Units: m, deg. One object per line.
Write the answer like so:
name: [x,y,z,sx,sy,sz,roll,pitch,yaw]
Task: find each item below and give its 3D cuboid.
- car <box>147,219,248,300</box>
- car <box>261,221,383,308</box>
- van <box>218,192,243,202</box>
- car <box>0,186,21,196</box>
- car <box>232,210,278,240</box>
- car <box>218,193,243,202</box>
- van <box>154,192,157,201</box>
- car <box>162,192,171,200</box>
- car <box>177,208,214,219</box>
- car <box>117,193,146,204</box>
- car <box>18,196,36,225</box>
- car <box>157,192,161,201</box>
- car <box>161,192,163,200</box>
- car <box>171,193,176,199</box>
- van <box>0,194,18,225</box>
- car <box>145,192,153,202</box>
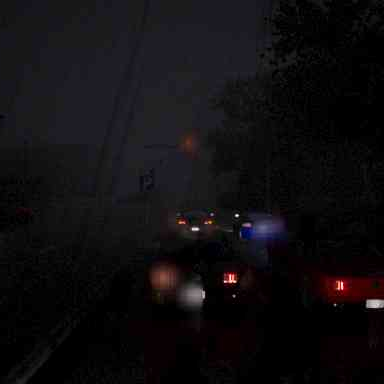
car: [0.110,1.612,8.350,1.895,1.301,4.718,0,0,0]
car: [3.120,1.611,7.859,1.895,1.301,4.718,0,0,0]
van: [7.284,1.042,63.950,4.442,1.987,1.878,1,0,-14]
car: [-28.164,0.136,52.224,2.002,1.452,4.674,6,-3,-19]
car: [3.164,1.588,16.607,1.994,1.385,4.181,0,0,1]
car: [7.668,1.141,66.919,4.553,1.767,2.185,1,0,-14]
van: [-10.239,1.093,70.340,4.442,1.987,1.878,-1,0,-14]
car: [-8.451,1.357,85.290,4.674,1.452,2.002,-1,0,-12]
car: [0.171,1.552,17.452,1.812,1.442,4.674,0,0,1]
car: [-11.443,1.358,61.355,4.792,1.488,2.163,-1,0,-15]
car: [-13.627,1.403,23.549,4.553,1.767,2.185,-1,0,-19]
car: [-10.011,1.321,73.311,4.892,1.521,2.231,-1,0,-14]
car: [-9.639,1.359,76.306,4.674,1.452,2.002,-1,0,-13]
car: [-8.001,1.064,88.296,5.566,2.045,2.435,-1,0,-12]
van: [-13.602,1.296,20.571,4.442,1.987,1.878,-1,0,-19]
car: [-10.798,1.315,64.348,5.366,1.575,1.946,-1,0,-15]
